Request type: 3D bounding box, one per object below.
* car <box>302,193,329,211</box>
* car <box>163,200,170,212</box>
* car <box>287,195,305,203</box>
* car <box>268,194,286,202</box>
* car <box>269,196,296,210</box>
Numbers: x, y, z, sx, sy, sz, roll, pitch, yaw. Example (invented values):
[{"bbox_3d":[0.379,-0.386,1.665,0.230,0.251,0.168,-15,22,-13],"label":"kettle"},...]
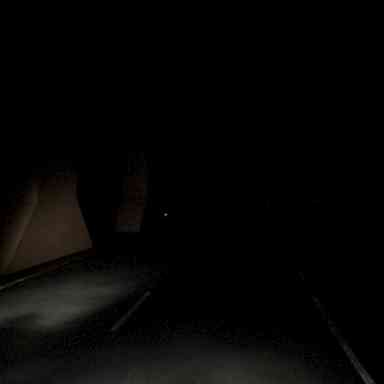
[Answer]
[{"bbox_3d":[15.051,1.128,40.456,2.150,2.045,5.566,1,1,34],"label":"car"},{"bbox_3d":[-1.597,1.383,33.150,1.994,1.385,4.181,1,0,26],"label":"car"},{"bbox_3d":[21.143,1.303,67.359,2.128,1.511,4.902,1,0,36],"label":"car"},{"bbox_3d":[17.453,1.250,68.215,1.882,1.535,5.008,1,0,36],"label":"car"},{"bbox_3d":[11.501,1.351,41.402,1.882,1.535,5.008,1,0,33],"label":"car"}]
